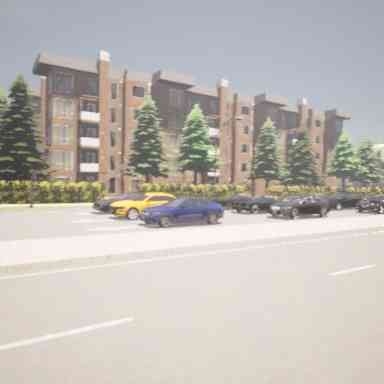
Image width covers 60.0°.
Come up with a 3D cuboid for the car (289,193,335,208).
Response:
[{"bbox_3d":[12.302,0.837,34.035,4.718,1.301,1.895,0,2,-33],"label":"car"}]

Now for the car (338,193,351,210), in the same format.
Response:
[{"bbox_3d":[13.774,0.841,30.822,5.008,1.535,1.882,0,2,-33],"label":"car"}]

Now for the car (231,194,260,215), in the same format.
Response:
[{"bbox_3d":[5.368,0.945,25.415,4.718,1.301,1.895,0,2,-33],"label":"car"}]

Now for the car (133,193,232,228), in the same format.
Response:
[{"bbox_3d":[-0.419,0.983,17.462,4.674,1.442,1.812,0,2,-33],"label":"car"}]

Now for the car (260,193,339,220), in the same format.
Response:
[{"bbox_3d":[7.337,0.964,22.533,4.902,1.511,2.128,0,2,-33],"label":"car"}]

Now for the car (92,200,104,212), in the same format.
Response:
[{"bbox_3d":[-4.153,0.748,23.378,5.357,1.411,2.033,0,2,-33],"label":"car"}]

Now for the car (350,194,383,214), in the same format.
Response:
[{"bbox_3d":[15.873,0.996,28.068,4.892,1.490,1.837,0,2,-33],"label":"car"}]

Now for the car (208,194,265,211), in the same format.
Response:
[{"bbox_3d":[3.891,0.819,28.590,4.718,1.301,1.895,0,2,-33],"label":"car"}]

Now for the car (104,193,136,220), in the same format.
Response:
[{"bbox_3d":[-2.454,0.806,20.314,5.008,1.535,1.882,0,2,-33],"label":"car"}]
